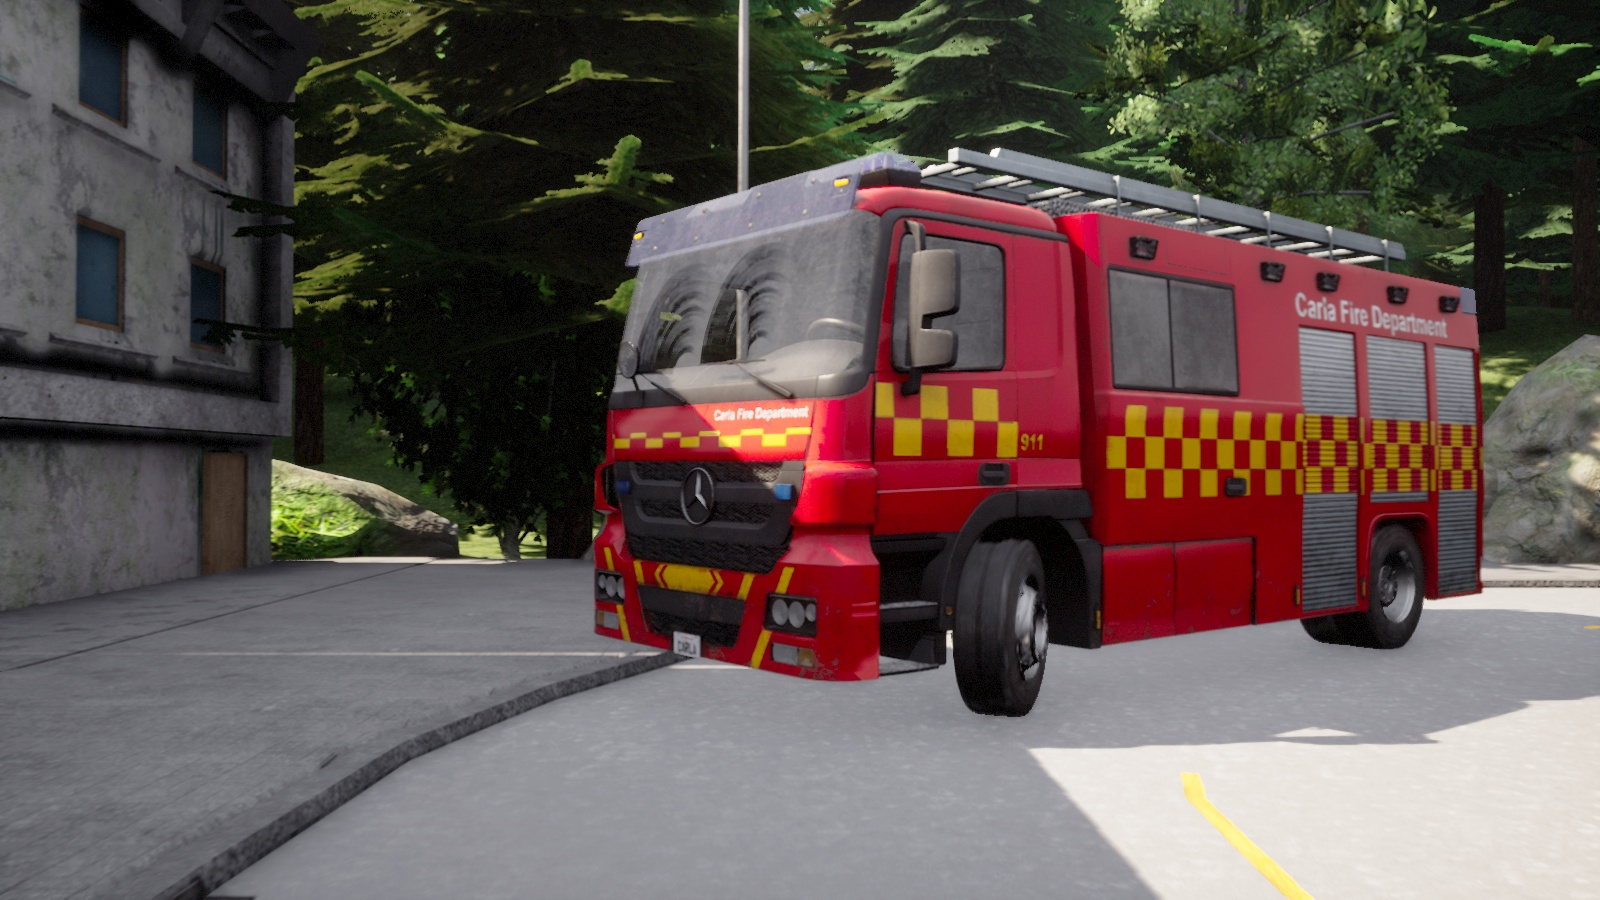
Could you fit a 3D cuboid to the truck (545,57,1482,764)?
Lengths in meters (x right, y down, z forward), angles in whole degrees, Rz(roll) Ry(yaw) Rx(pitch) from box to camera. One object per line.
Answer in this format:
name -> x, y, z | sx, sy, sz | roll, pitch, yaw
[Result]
truck -> 2.365, -0.182, 10.576 | 8.468, 3.827, 2.891 | 0, -1, -39
